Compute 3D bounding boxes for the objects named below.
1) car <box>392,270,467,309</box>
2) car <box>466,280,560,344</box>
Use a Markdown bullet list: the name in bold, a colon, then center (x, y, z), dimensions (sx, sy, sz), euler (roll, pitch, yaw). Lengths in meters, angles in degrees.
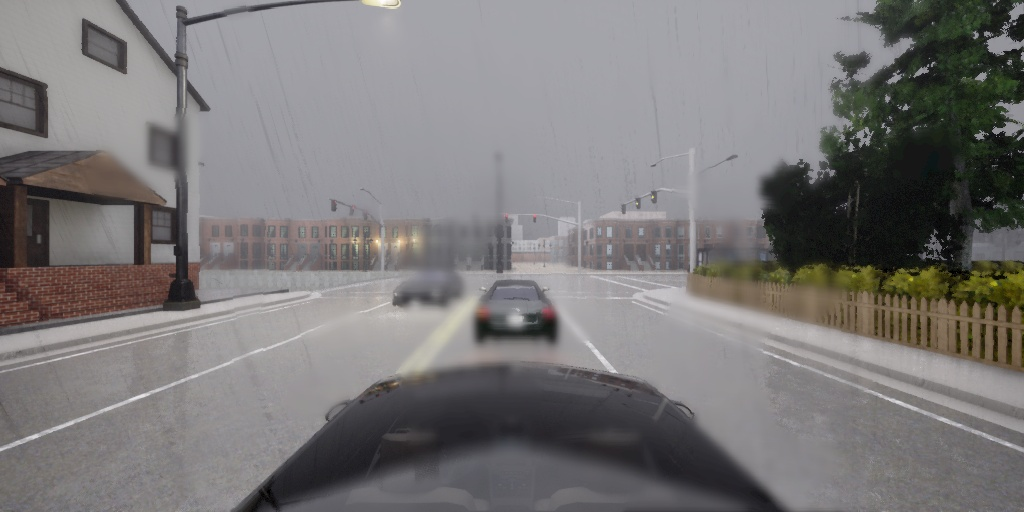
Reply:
- **car**: center (-3.203, 1.297, 15.229), dimensions (2.033, 1.411, 5.357), euler (0, 0, 4)
- **car**: center (0.101, 1.314, 9.569), dimensions (1.994, 1.385, 4.181), euler (0, 0, 0)
